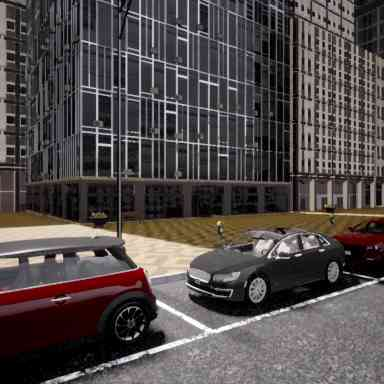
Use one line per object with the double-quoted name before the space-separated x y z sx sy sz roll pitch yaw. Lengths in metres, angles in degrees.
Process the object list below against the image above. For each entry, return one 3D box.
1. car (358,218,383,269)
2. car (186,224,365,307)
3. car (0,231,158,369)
"car" 6.408 1.547 11.093 4.507 1.381 1.887 0 0 -35
"car" 1.895 1.551 7.893 4.403 1.369 2.008 0 0 -35
"car" -2.618 1.440 4.694 4.097 1.590 1.967 0 0 -35
